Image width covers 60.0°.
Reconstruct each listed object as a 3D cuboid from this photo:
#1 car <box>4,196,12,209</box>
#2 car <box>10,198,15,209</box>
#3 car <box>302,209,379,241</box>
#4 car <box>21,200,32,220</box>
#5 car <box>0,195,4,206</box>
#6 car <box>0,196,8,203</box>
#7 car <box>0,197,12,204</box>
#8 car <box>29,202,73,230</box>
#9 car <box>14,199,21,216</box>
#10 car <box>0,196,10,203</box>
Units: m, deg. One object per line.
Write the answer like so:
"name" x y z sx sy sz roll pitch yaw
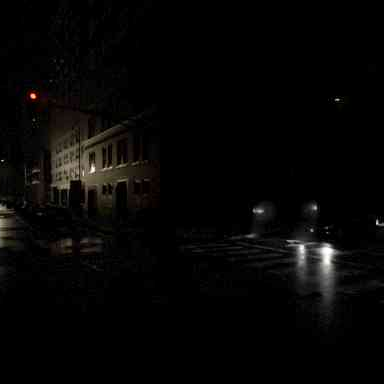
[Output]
"car" -23.578 1.567 44.403 1.947 1.339 4.313 1 0 -32
"car" -17.665 1.547 35.054 1.887 1.381 4.507 1 0 -32
"car" 7.930 1.668 17.625 4.892 1.490 1.837 0 -1 -33
"car" -11.753 1.547 25.705 1.887 1.381 4.507 1 0 -32
"car" -29.490 1.550 53.752 2.008 1.369 4.403 1 0 -32
"car" -41.315 1.559 72.450 1.947 1.339 4.313 1 0 -32
"car" -35.402 1.562 63.101 1.947 1.339 4.313 1 0 -32
"car" -8.797 1.568 21.031 1.947 1.339 4.313 1 0 -32
"car" -14.709 1.553 30.380 2.008 1.369 4.403 1 0 -32
"car" -38.359 1.576 67.775 1.802 1.307 4.206 1 0 -32
